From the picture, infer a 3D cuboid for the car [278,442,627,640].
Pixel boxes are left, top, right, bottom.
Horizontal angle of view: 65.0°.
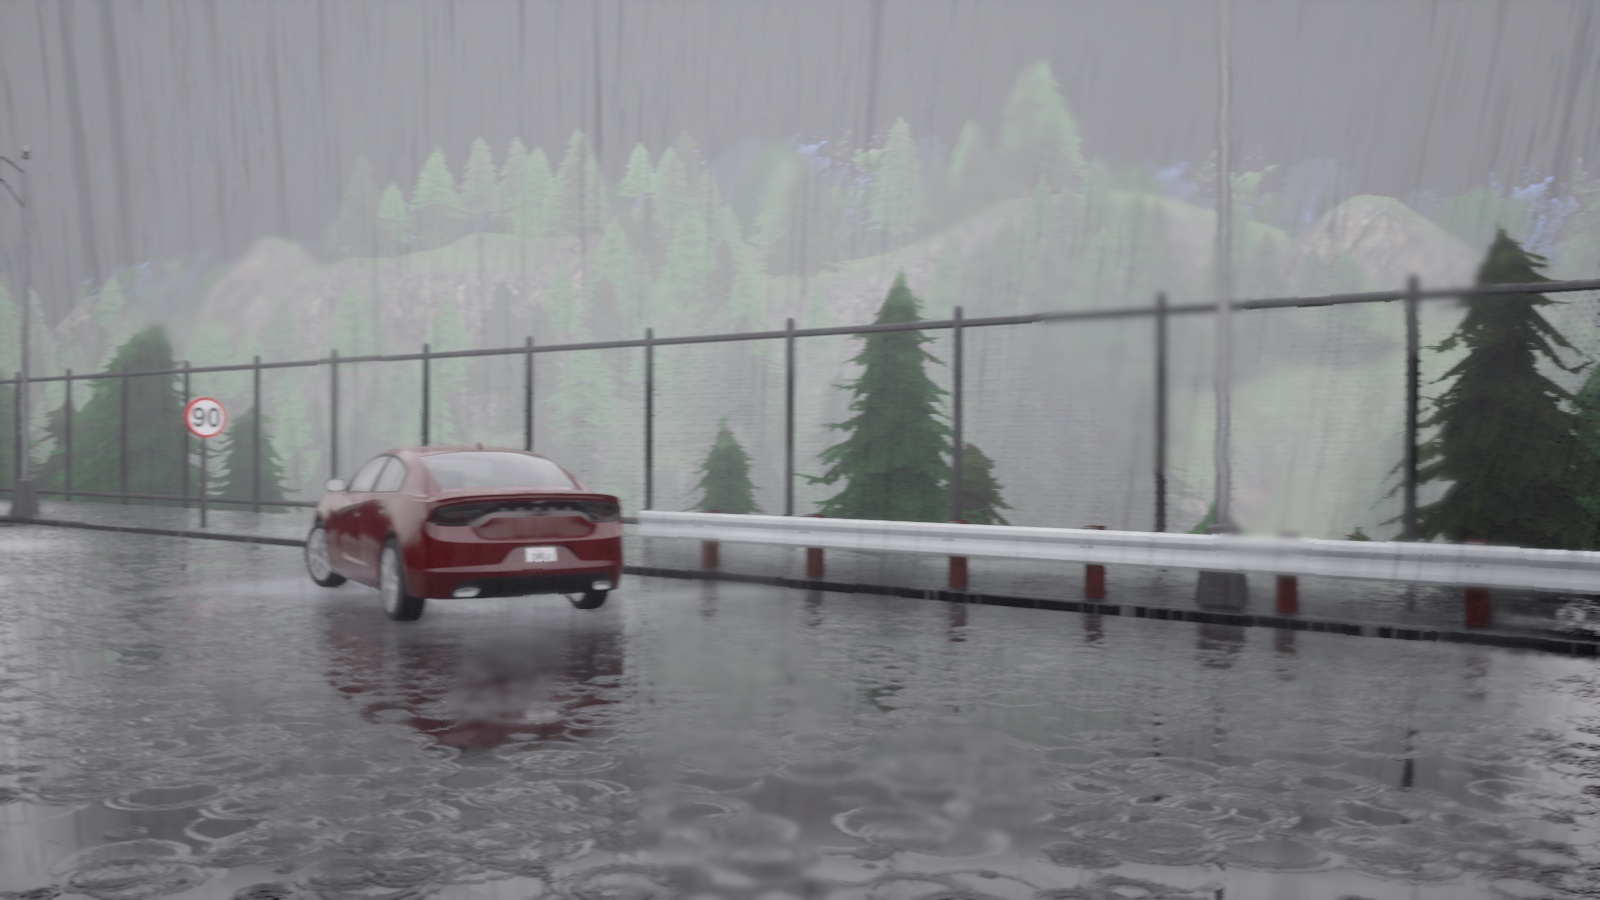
[{"bbox_3d":[-3.633,0.705,12.323,1.882,1.535,5.008,0,0,-33],"label":"car"}]
